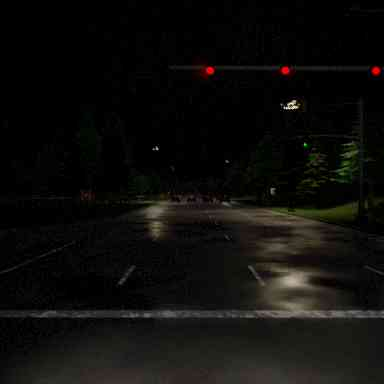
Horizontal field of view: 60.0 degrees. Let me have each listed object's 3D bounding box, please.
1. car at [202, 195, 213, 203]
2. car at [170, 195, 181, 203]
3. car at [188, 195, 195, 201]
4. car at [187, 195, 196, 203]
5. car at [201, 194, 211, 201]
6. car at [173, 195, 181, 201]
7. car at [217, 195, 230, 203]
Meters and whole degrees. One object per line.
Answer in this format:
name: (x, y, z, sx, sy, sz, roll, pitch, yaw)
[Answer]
car: (3.420, 1.545, 70.779, 1.994, 1.385, 4.181, 0, 0, 0)
car: (-3.580, 1.517, 70.771, 1.812, 1.442, 4.674, 0, 0, 0)
car: (-0.092, 1.357, 80.778, 1.812, 1.442, 4.674, 0, 0, 0)
car: (-0.080, 1.531, 70.358, 2.033, 1.411, 5.357, 0, 0, 0)
car: (3.408, 1.358, 80.782, 2.128, 1.511, 4.902, 0, 0, 0)
car: (-3.592, 1.357, 80.774, 1.812, 1.442, 4.674, 0, 0, 0)
car: (6.919, 1.545, 70.783, 1.994, 1.385, 4.181, 0, 0, 0)
